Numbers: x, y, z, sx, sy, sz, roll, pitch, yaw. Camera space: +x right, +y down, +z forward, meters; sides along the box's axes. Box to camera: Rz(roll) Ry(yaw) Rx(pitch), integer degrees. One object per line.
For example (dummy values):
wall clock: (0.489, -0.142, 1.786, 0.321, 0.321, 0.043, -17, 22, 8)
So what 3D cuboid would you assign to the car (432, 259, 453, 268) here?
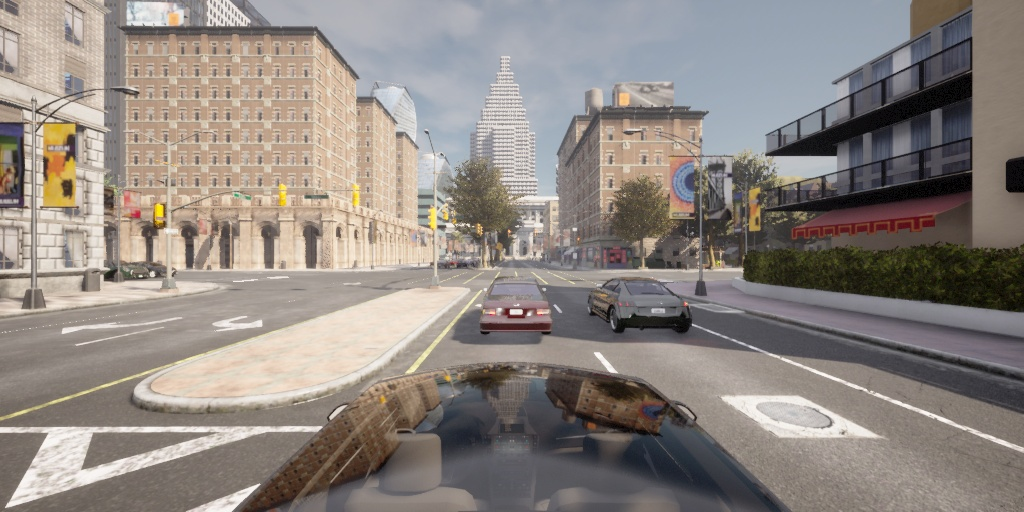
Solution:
car: (-11.634, 1.276, 60.276, 1.812, 1.442, 4.674, 0, 0, 0)

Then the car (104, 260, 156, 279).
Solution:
car: (-33.352, 1.102, 30.026, 4.553, 1.767, 2.097, 0, 0, 0)

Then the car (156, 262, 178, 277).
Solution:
car: (-34.195, 1.255, 33.522, 4.892, 1.490, 1.837, 0, 0, 0)

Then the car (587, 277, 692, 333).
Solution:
car: (3.588, 1.314, 10.801, 1.994, 1.385, 4.181, 0, 0, 0)

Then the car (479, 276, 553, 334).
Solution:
car: (0.091, 1.297, 10.541, 2.033, 1.411, 5.357, 0, 0, 0)

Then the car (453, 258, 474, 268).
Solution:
car: (-8.133, 1.351, 60.398, 1.895, 1.301, 4.718, 0, 0, 0)
